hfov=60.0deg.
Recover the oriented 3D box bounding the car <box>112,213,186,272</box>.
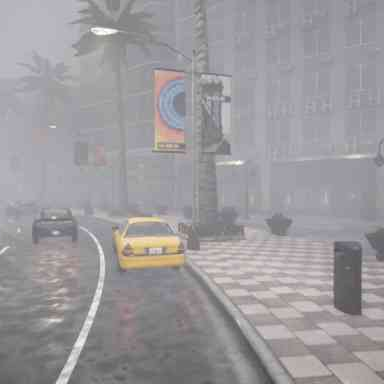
[{"bbox_3d":[-1.584,1.456,10.823,1.801,1.575,5.366,0,0,-15],"label":"car"}]

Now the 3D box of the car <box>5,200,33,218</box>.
[{"bbox_3d":[-15.516,1.480,30.272,2.128,1.511,4.902,0,0,-42],"label":"car"}]

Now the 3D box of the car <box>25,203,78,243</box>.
[{"bbox_3d":[-6.656,1.488,16.189,2.128,1.511,4.902,0,0,-23],"label":"car"}]
